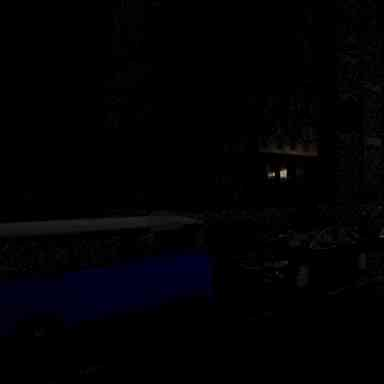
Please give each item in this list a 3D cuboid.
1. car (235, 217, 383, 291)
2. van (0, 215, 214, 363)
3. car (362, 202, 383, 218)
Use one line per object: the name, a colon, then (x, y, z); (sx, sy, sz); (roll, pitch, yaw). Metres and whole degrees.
car: (3.086, 1.519, 8.856); (4.403, 1.369, 2.008); (0, 0, -36)
van: (-1.506, 1.333, 5.579); (3.998, 1.788, 1.690); (0, 0, -36)
car: (7.676, 1.259, 12.133); (5.009, 1.841, 2.192); (0, 0, -36)
